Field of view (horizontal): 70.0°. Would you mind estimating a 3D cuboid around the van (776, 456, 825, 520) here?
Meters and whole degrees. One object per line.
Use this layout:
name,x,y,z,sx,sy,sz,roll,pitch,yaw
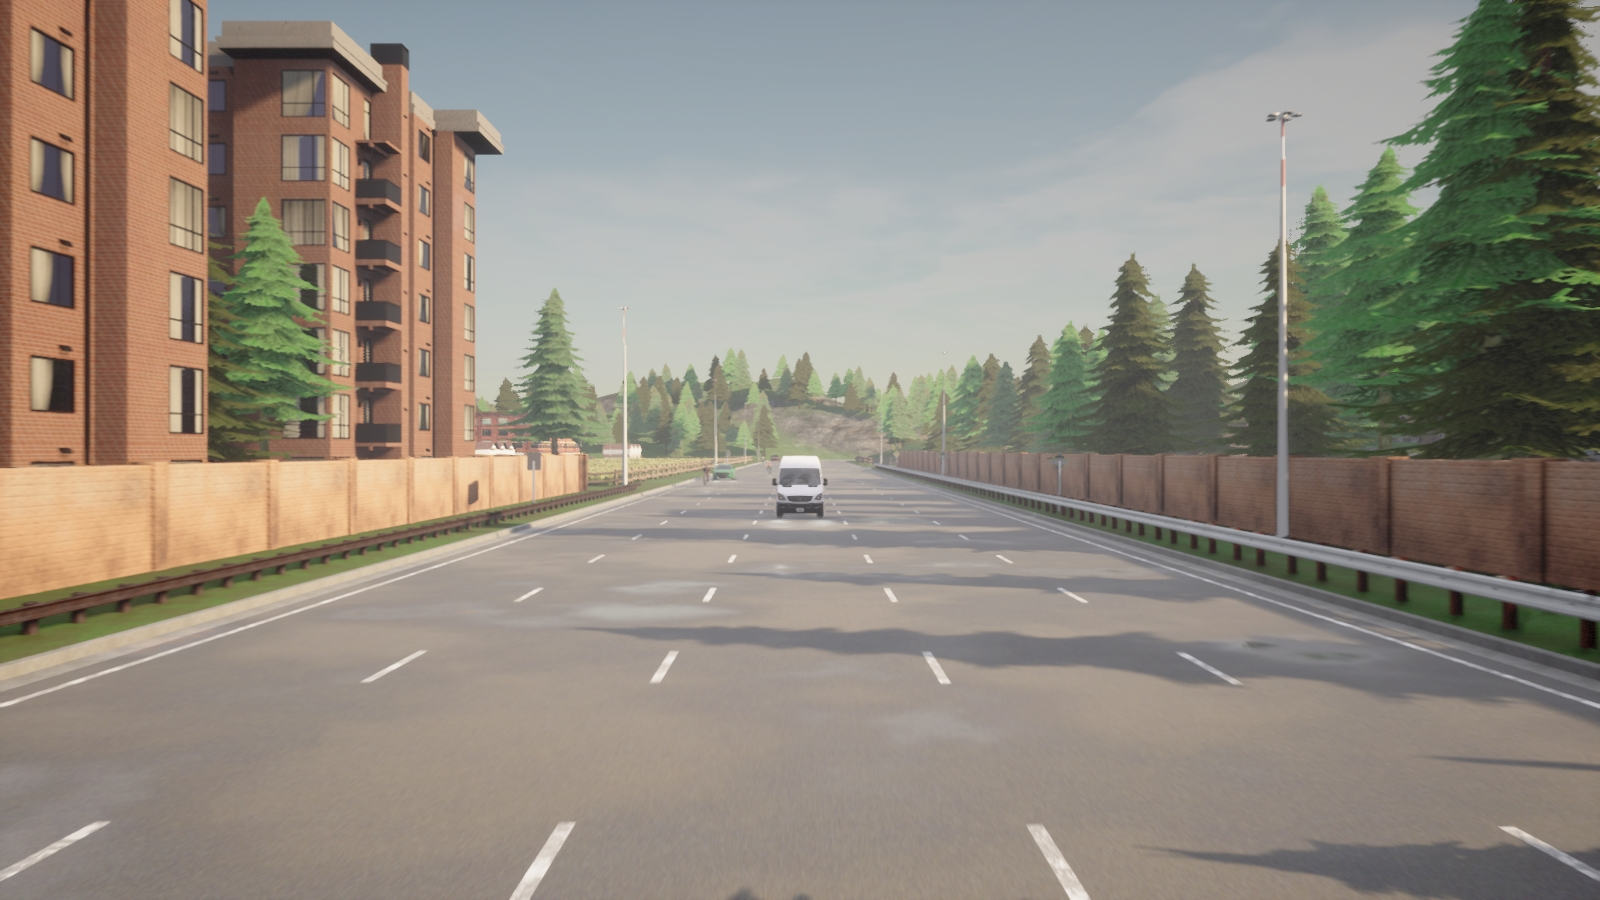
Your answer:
van,0.008,1.534,48.931,1.988,2.561,5.915,0,0,0
